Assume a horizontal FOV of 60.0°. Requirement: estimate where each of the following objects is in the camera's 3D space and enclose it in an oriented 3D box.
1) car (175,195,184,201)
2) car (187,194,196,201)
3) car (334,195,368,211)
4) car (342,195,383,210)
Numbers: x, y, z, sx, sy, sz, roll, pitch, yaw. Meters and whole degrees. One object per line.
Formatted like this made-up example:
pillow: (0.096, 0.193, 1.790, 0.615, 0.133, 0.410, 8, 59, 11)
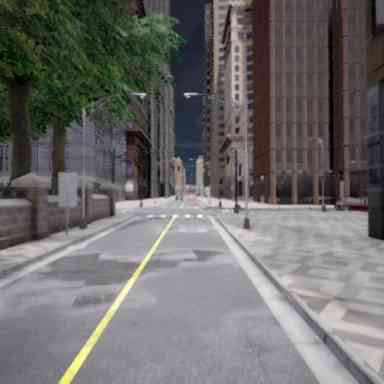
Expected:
car: (-3.107, 1.486, 80.613, 1.812, 1.442, 4.674, 0, 0, 0)
car: (-0.114, 1.313, 86.335, 2.097, 1.767, 4.553, 0, 0, 0)
car: (17.329, 1.323, 35.166, 4.097, 1.590, 1.967, 0, -1, 0)
car: (22.771, 1.360, 43.690, 5.009, 1.841, 2.192, 0, -1, 0)
